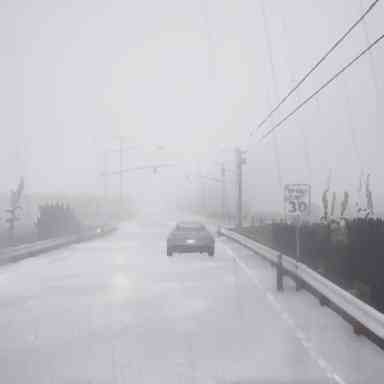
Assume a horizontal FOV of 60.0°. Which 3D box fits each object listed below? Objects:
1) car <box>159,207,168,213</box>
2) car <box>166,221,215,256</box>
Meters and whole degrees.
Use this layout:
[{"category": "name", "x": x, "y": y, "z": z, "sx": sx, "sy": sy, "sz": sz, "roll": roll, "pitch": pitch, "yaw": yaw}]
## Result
[{"category": "car", "x": -6.645, "y": 4.171, "z": 78.674, "sx": 1.994, "sy": 1.385, "sz": 4.181, "roll": 0, "pitch": -2, "yaw": -8}, {"category": "car", "x": -0.095, "y": 1.963, "z": 14.710, "sx": 1.994, "sy": 1.385, "sz": 4.181, "roll": 0, "pitch": -3, "yaw": -1}]
